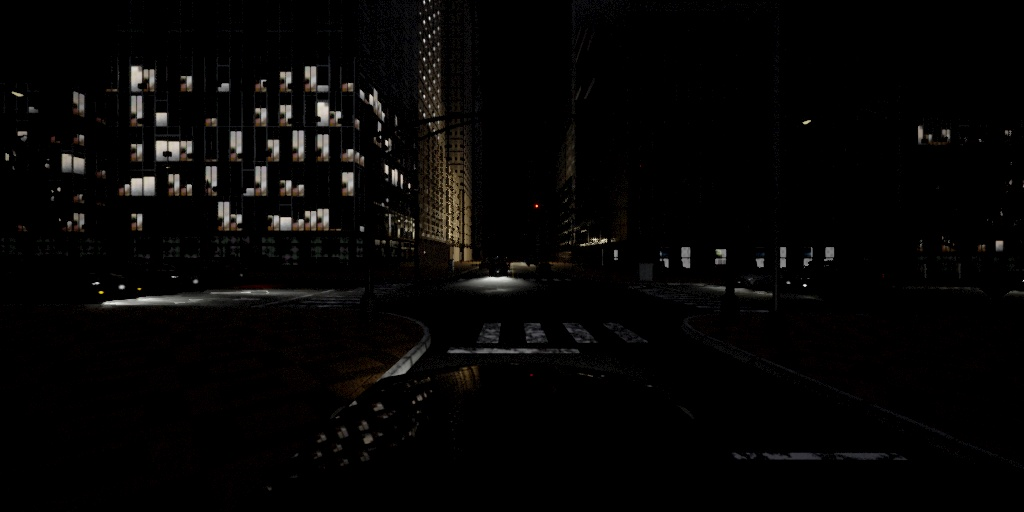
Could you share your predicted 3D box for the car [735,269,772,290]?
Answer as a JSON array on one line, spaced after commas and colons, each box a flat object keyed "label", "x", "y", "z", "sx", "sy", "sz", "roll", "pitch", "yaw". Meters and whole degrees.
[{"label": "car", "x": 18.514, "y": 1.631, "z": 25.616, "sx": 4.674, "sy": 1.442, "sz": 1.812, "roll": 1, "pitch": 0, "yaw": -2}]

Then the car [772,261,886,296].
[{"label": "car", "x": 19.968, "y": 1.354, "z": 22.426, "sx": 5.566, "sy": 2.045, "sz": 2.150, "roll": 1, "pitch": 0, "yaw": -2}]

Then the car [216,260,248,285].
[{"label": "car", "x": -18.252, "y": 0.915, "z": 20.815, "sx": 5.008, "sy": 1.535, "sz": 1.882, "roll": 1, "pitch": 0, "yaw": -3}]

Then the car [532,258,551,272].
[{"label": "car", "x": 4.082, "y": 1.329, "z": 46.701, "sx": 1.948, "sy": 1.339, "sz": 4.313, "roll": 0, "pitch": 0, "yaw": 0}]

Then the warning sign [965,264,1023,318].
[{"label": "warning sign", "x": 17.313, "y": 1.204, "z": 12.853, "sx": 1.060, "sy": 1.860, "sz": 1.300, "roll": 0, "pitch": 0, "yaw": -2}]

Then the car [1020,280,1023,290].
[{"label": "car", "x": 40.942, "y": 1.859, "z": 26.556, "sx": 4.553, "sy": 1.767, "sz": 2.097, "roll": 1, "pitch": 0, "yaw": -2}]

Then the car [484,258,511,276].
[{"label": "car", "x": -1.372, "y": 1.258, "z": 37.139, "sx": 2.128, "sy": 1.511, "sz": 4.902, "roll": 0, "pitch": 0, "yaw": 0}]

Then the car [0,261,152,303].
[{"label": "car", "x": -17.443, "y": 1.018, "z": 14.114, "sx": 4.181, "sy": 1.385, "sz": 1.994, "roll": 1, "pitch": 0, "yaw": -2}]

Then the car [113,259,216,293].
[{"label": "car", "x": -17.857, "y": 0.937, "z": 17.349, "sx": 4.902, "sy": 1.511, "sz": 2.128, "roll": 1, "pitch": 0, "yaw": -2}]

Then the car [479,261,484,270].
[{"label": "car", "x": -3.852, "y": 1.342, "z": 52.222, "sx": 1.802, "sy": 1.307, "sz": 4.207, "roll": 0, "pitch": 0, "yaw": 0}]
